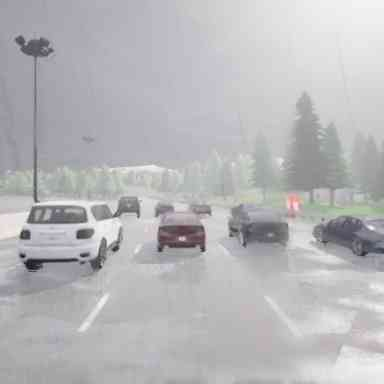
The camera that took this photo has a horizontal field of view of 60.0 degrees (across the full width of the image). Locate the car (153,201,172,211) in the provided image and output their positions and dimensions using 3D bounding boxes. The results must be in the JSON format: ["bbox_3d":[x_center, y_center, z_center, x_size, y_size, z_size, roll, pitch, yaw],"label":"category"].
[{"bbox_3d":[-2.838,1.700,33.873,1.837,1.490,4.892,0,0,-9],"label":"car"}]

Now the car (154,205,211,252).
[{"bbox_3d":[-0.516,1.559,14.470,1.882,1.535,5.008,0,0,-4],"label":"car"}]

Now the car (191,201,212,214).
[{"bbox_3d":[0.709,1.674,33.844,2.128,1.511,4.902,0,0,-9],"label":"car"}]

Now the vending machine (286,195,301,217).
[{"bbox_3d":[9.642,1.336,31.704,1.100,2.100,0.880,0,0,-8],"label":"vending machine"}]

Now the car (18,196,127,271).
[{"bbox_3d":[-3.802,1.297,11.360,2.150,2.045,5.566,0,0,-3],"label":"car"}]

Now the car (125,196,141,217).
[{"bbox_3d":[-6.358,1.428,33.825,2.150,2.045,5.566,0,0,-10],"label":"car"}]

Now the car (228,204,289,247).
[{"bbox_3d":[2.917,1.553,15.543,1.882,1.535,5.008,0,0,-4],"label":"car"}]

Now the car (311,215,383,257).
[{"bbox_3d":[6.622,1.597,13.097,2.033,1.411,5.357,0,0,-3],"label":"car"}]
